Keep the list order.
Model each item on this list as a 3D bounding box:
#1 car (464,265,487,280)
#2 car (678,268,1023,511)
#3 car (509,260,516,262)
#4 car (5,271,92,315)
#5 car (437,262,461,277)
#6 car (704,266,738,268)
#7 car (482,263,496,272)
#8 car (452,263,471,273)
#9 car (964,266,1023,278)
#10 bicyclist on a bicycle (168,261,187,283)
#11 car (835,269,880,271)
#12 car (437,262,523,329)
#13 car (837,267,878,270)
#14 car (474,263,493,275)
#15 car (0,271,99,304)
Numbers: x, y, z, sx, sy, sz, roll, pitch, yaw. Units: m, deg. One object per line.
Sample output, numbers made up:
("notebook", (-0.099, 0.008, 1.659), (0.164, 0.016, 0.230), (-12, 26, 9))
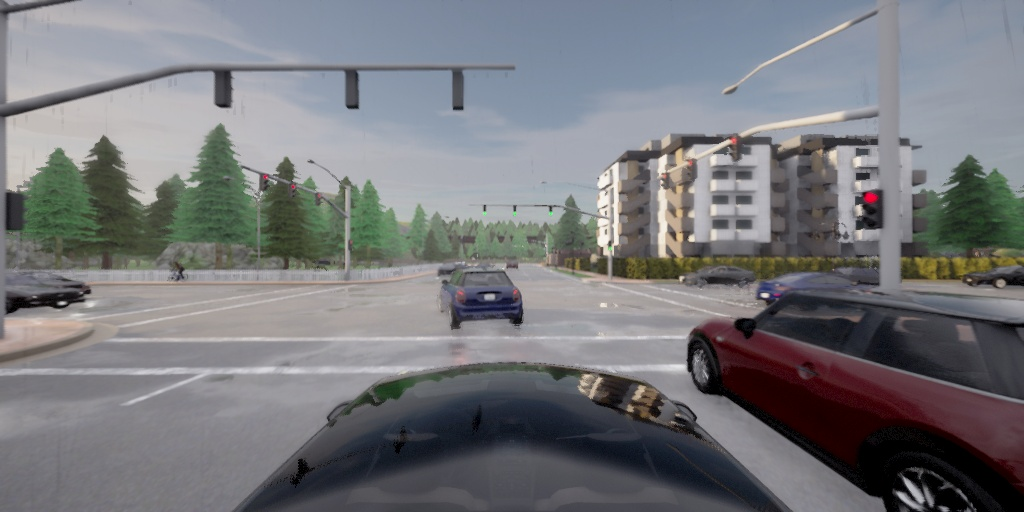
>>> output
("car", (-3.594, 1.598, 36.188), (1.895, 1.301, 4.718), (0, 0, 0))
("car", (3.716, 1.117, 3.784), (2.097, 1.767, 4.553), (0, 0, 2))
("car", (0.070, 1.541, 62.865), (2.097, 1.767, 4.553), (0, 0, 0))
("car", (-19.485, 1.381, 13.365), (5.357, 1.411, 2.033), (0, 0, -1))
("car", (-7.077, 1.506, 40.544), (1.882, 1.535, 5.008), (0, 0, 0))
("car", (14.062, 1.407, 24.740), (4.902, 1.511, 2.128), (0, 0, -2))
("car", (-3.553, 1.740, 55.956), (1.895, 1.301, 4.718), (0, 0, 0))
("car", (-7.075, 1.664, 50.461), (1.994, 1.385, 4.181), (0, 0, 0))
("car", (33.932, 1.390, 24.198), (5.008, 1.535, 1.882), (0, 0, 11))
("bicyclist on a bicycle", (-25.797, 1.239, 27.695), (0.582, 1.620, 1.656), (0, 0, -1))
("car", (12.153, 1.365, 14.166), (4.674, 1.442, 1.812), (0, -1, -5))
("car", (-1.218, 1.174, 11.932), (2.097, 1.767, 4.553), (0, -1, -16))
("car", (23.800, 1.465, 25.046), (5.357, 1.411, 2.033), (0, 0, 0))
("car", (-3.592, 1.614, 45.840), (2.033, 1.411, 5.357), (0, 0, 0))
("car", (-22.610, 1.422, 16.787), (4.181, 1.385, 1.994), (0, 0, -1))
